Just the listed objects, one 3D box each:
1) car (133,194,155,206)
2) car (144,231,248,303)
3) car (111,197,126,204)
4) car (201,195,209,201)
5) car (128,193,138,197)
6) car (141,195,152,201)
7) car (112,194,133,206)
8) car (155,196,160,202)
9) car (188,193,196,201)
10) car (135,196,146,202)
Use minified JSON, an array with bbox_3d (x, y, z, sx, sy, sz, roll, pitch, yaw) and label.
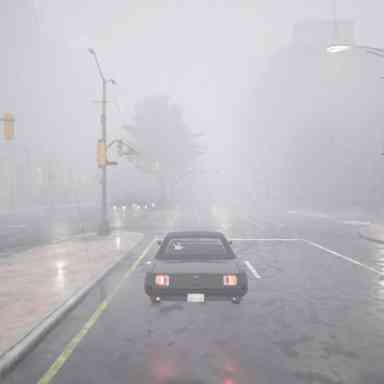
[{"bbox_3d":[-8.088,1.547,56.506,2.033,1.411,5.357,0,0,0],"label":"car"},{"bbox_3d":[0.075,1.601,8.160,1.895,1.301,4.718,0,0,0],"label":"car"},{"bbox_3d":[-14.749,1.595,66.814,1.895,1.301,4.718,0,0,0],"label":"car"},{"bbox_3d":[3.500,1.595,86.978,1.895,1.301,4.718,0,0,0],"label":"car"},{"bbox_3d":[-11.537,1.221,64.520,2.150,2.045,5.566,0,0,1],"label":"car"},{"bbox_3d":[-11.500,1.525,84.637,2.128,1.511,4.902,0,0,0],"label":"car"},{"bbox_3d":[-11.588,1.525,55.107,1.812,1.442,4.674,0,0,0],"label":"car"},{"bbox_3d":[-8.029,1.564,65.742,1.994,1.385,4.181,0,0,1],"label":"car"},{"bbox_3d":[0.000,1.540,85.800,2.033,1.411,5.357,0,0,0],"label":"car"},{"bbox_3d":[-11.500,1.552,74.403,1.994,1.385,4.181,0,0,0],"label":"car"}]
